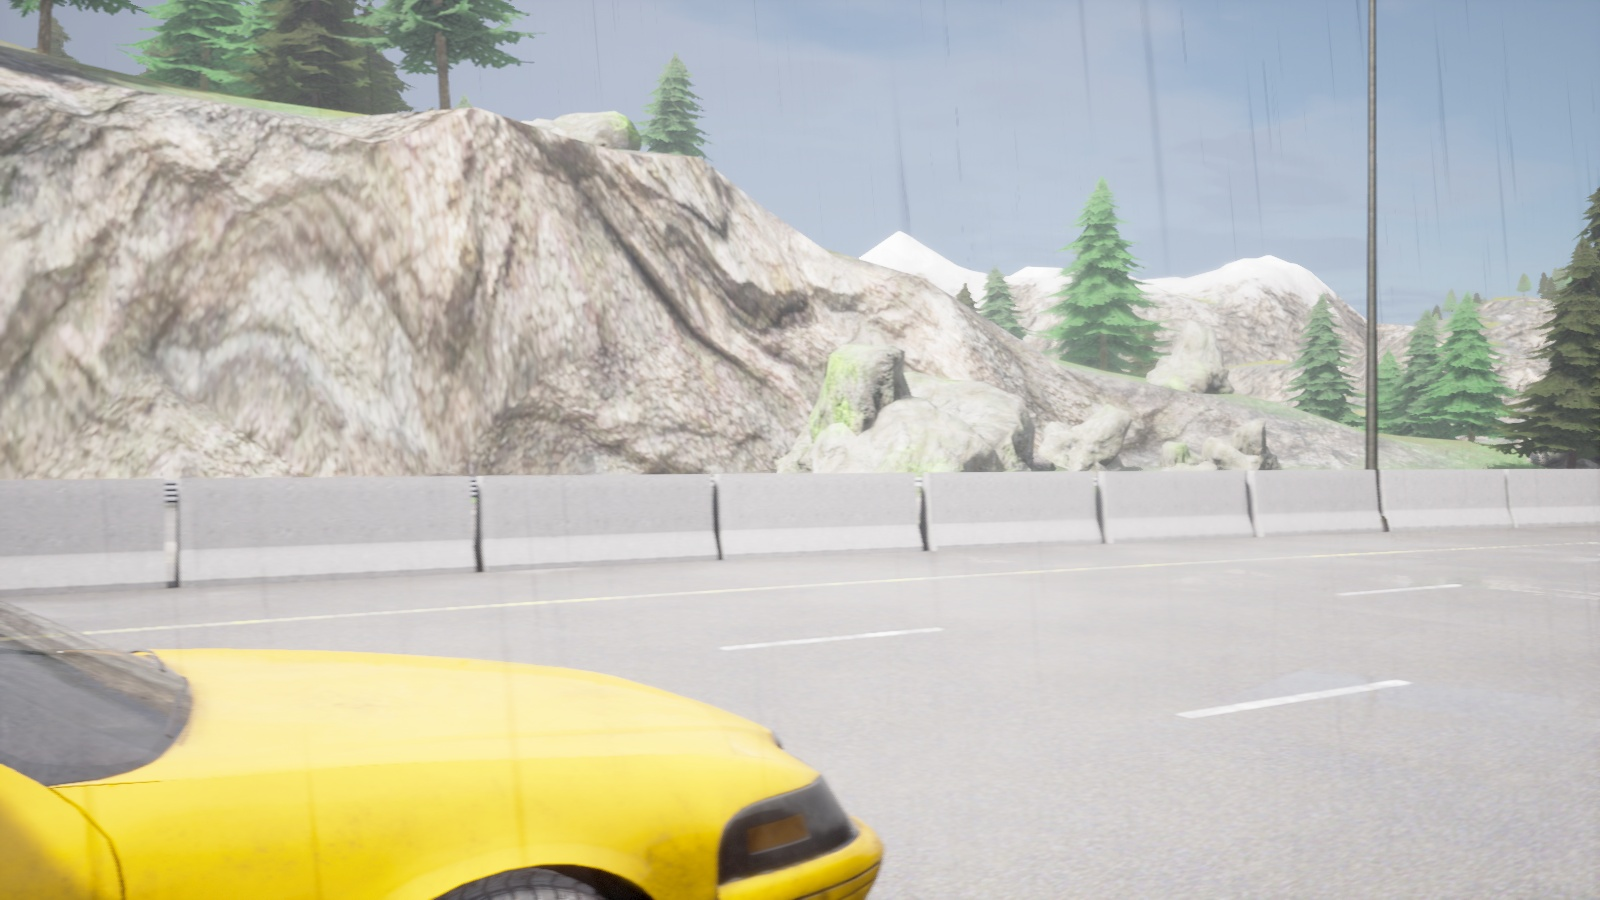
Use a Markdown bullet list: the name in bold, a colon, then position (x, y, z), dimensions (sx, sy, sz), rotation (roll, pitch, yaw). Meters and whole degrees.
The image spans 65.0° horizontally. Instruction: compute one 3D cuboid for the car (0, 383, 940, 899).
- **car**: position (-2.404, 0.692, 2.024), dimensions (5.366, 1.575, 1.801), rotation (0, 0, -35)
